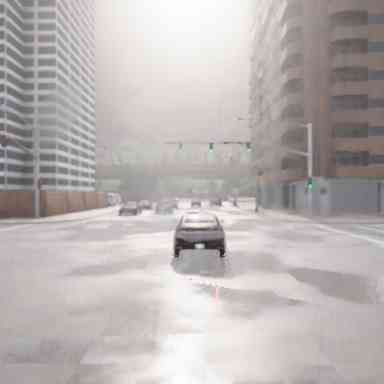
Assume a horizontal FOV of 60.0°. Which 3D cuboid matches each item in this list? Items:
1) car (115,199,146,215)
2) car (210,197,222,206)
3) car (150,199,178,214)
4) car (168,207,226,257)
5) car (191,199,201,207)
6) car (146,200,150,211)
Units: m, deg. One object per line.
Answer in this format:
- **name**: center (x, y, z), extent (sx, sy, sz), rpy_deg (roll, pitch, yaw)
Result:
- **car**: center (-6.632, 1.735, 36.187), extent (1.812, 1.442, 4.674), rpy_deg (0, 0, 2)
- **car**: center (4.250, 1.648, 59.581), extent (2.097, 1.767, 4.553), rpy_deg (0, 0, 1)
- **car**: center (-3.104, 1.699, 37.934), extent (2.128, 1.511, 4.902), rpy_deg (0, 0, 1)
- **car**: center (0.284, 1.560, 13.254), extent (2.128, 1.511, 4.902), rpy_deg (0, 0, 1)
- **car**: center (0.732, 1.847, 58.082), extent (2.033, 1.411, 5.357), rpy_deg (0, 0, 1)
- **car**: center (-6.470, 1.786, 46.099), extent (1.812, 1.442, 4.674), rpy_deg (0, 0, 2)
